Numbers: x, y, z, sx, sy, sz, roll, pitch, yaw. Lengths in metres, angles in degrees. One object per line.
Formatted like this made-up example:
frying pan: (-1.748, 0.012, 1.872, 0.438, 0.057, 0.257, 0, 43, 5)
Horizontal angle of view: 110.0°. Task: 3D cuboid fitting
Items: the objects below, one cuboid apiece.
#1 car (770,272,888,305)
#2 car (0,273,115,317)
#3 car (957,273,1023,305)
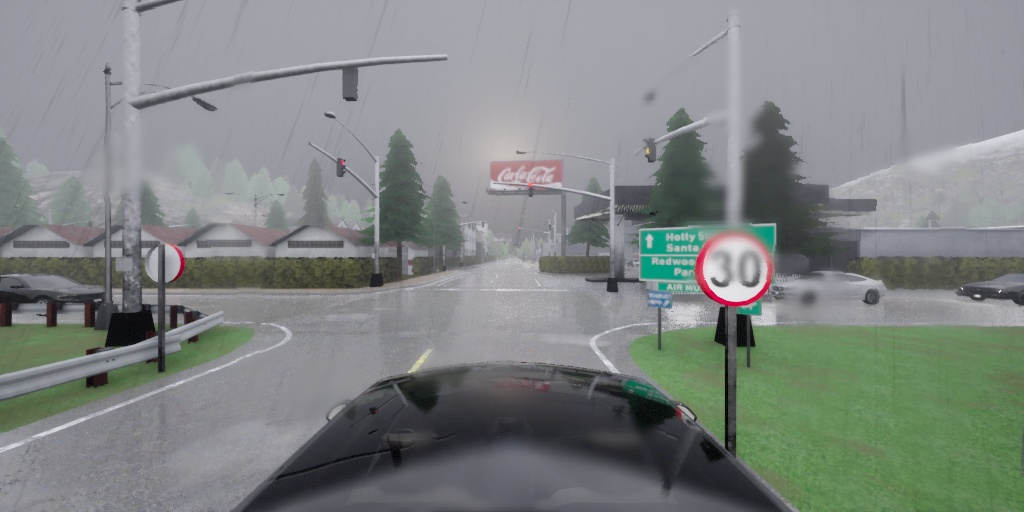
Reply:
car: (14.858, 1.467, 16.924, 4.674, 1.442, 1.812, 0, 0, 0)
car: (-18.339, 1.419, 13.757, 5.008, 1.535, 1.882, 0, 0, 1)
car: (24.513, 1.489, 16.797, 5.357, 1.411, 2.033, 0, 0, 1)
